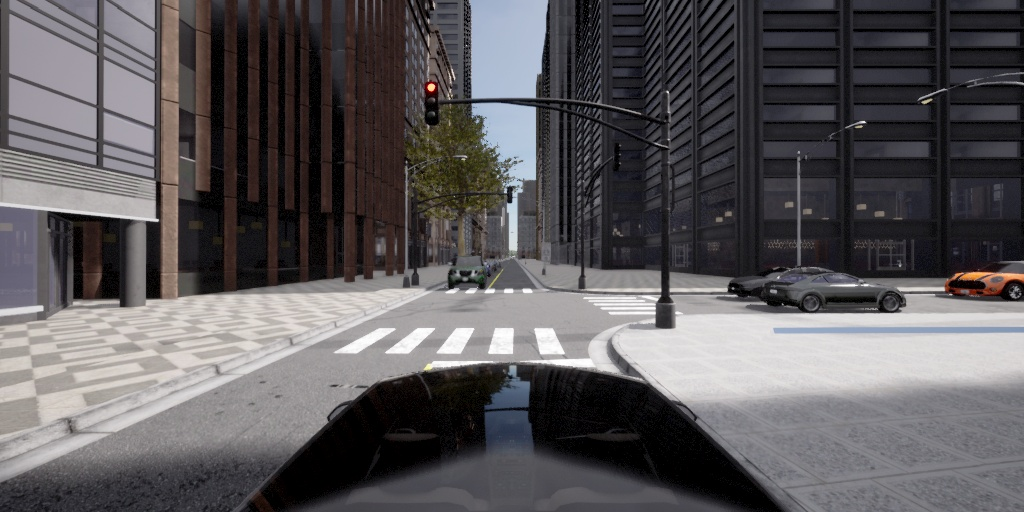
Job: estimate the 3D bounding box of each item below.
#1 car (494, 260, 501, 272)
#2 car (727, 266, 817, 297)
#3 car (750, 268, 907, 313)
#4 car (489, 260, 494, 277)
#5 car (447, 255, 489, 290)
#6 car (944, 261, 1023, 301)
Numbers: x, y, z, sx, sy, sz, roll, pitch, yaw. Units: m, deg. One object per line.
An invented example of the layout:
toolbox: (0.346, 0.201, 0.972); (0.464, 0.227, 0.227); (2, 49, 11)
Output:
car: (-2.960, 1.266, 47.382); (2.128, 1.511, 4.902); (0, 0, 0)
car: (12.413, 1.206, 16.191); (4.892, 1.490, 1.837); (0, 0, 0)
car: (11.556, 1.256, 13.090); (4.181, 1.385, 1.994); (0, 0, 0)
car: (-3.004, 1.282, 35.082); (1.812, 1.442, 4.674); (0, 0, 0)
car: (-2.796, 0.974, 23.042); (2.150, 2.045, 5.566); (0, 0, -3)
car: (22.696, 1.016, 16.186); (4.553, 1.767, 2.097); (0, 0, 0)
